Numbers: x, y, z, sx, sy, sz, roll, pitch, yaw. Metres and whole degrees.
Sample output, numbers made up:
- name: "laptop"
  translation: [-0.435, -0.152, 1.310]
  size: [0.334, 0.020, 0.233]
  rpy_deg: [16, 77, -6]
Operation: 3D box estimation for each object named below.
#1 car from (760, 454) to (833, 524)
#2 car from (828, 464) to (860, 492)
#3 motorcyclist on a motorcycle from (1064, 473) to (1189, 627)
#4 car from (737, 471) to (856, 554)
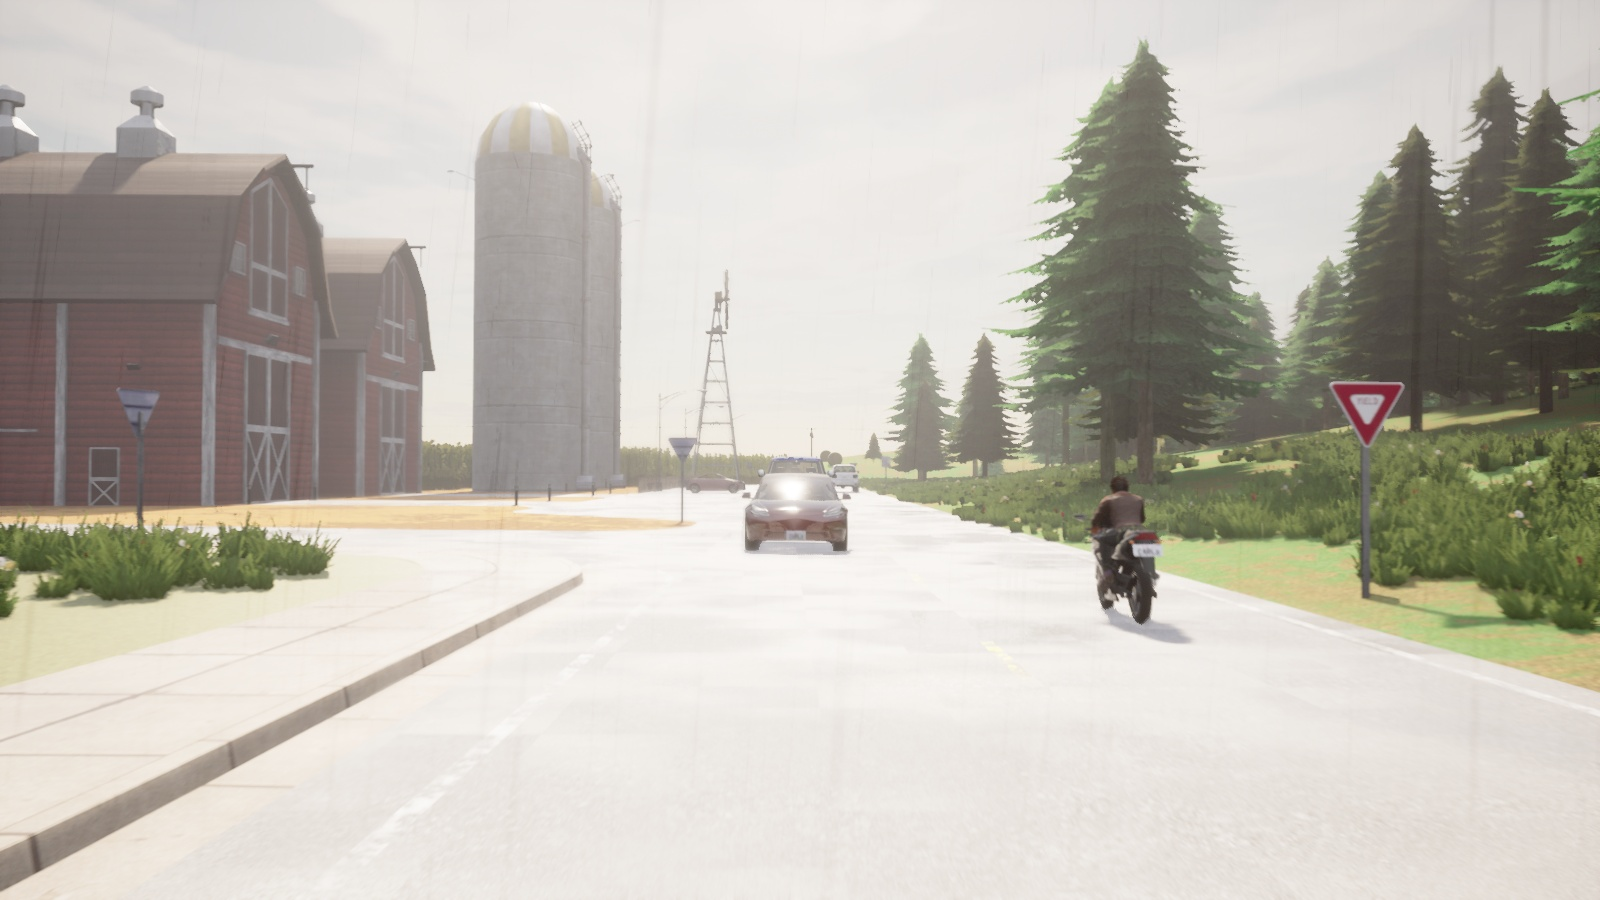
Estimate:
- name: "car"
  translation: [-0.105, 1.204, 40.036]
  size: [2.150, 2.045, 5.566]
  rpy_deg: [0, -1, 0]
- name: "car"
  translation: [3.255, 2.095, 94.059]
  size: [2.150, 2.045, 5.566]
  rpy_deg: [0, -1, 0]
- name: "motorcyclist on a motorcycle"
  translation: [3.464, 1.009, 13.519]
  size: [0.797, 1.523, 2.044]
  rpy_deg: [0, -1, 0]
- name: "car"
  translation: [-0.064, 1.199, 25.255]
  size: [2.163, 1.488, 4.792]
  rpy_deg: [0, -1, 0]
